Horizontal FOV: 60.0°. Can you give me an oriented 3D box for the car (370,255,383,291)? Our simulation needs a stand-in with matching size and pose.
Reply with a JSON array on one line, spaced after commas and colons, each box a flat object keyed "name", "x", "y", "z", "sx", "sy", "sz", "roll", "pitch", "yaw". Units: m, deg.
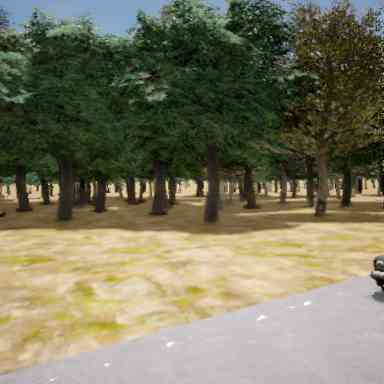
[{"name": "car", "x": 6.088, "y": 1.579, "z": 7.505, "sx": 4.718, "sy": 1.301, "sz": 1.895, "roll": 0, "pitch": 0, "yaw": -34}]
